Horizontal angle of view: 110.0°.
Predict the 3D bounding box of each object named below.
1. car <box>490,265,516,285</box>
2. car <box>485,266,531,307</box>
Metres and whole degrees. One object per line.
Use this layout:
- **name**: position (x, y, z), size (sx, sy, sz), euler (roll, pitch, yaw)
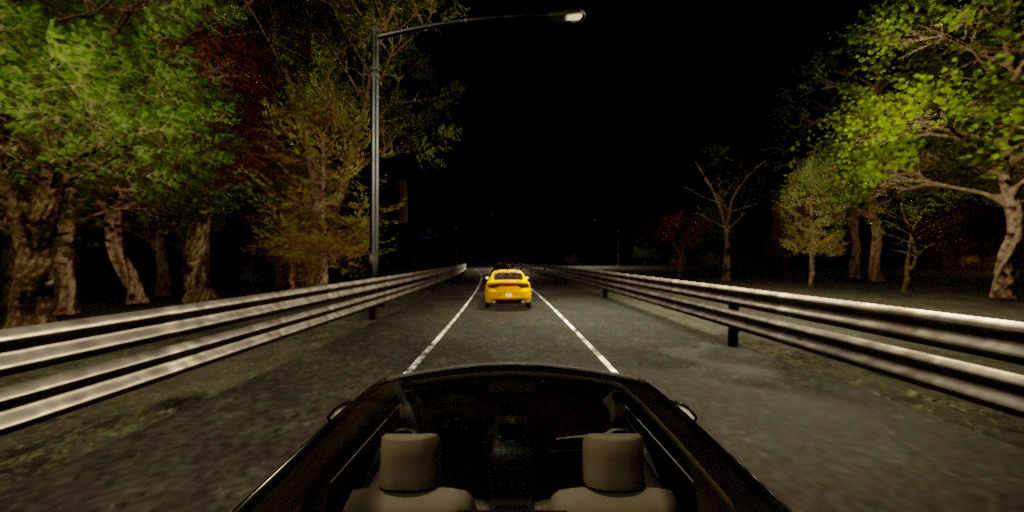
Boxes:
- **car**: position (-0.892, 1.570, 30.961), size (2.033, 1.411, 5.357), euler (0, -1, -4)
- **car**: position (-0.205, 1.364, 16.406), size (1.882, 1.535, 5.008), euler (0, 0, -2)
